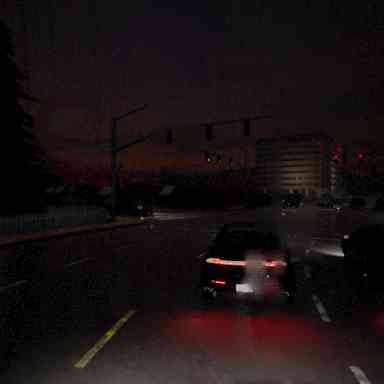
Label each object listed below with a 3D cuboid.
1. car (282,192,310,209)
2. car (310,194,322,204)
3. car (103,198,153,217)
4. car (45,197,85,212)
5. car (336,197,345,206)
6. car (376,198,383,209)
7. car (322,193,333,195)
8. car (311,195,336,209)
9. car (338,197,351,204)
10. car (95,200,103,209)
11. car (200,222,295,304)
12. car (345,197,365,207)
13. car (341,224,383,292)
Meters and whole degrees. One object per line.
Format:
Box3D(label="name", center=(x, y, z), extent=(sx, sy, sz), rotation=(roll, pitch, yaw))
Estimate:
Box3D(label="car", center=(14.393, 1.221, 46.672), extent=(2.150, 2.045, 5.566), rotation=(0, 0, 32))
Box3D(label="car", center=(20.446, 1.525, 56.453), extent=(1.812, 1.442, 4.674), rotation=(0, 0, 32))
Box3D(label="car", center=(-5.921, 1.407, 32.067), extent=(4.553, 1.767, 2.097), rotation=(0, 0, 32))
Box3D(label="car", center=(-14.575, 1.278, 37.493), extent=(5.566, 2.045, 2.150), rotation=(0, 0, 32))
Box3D(label="car", center=(24.041, 1.601, 55.608), extent=(1.895, 1.301, 4.718), rotation=(0, 0, 32))
Box3D(label="car", center=(26.121, 1.547, 45.318), extent=(2.033, 1.411, 5.357), rotation=(0, 0, 32))
Box3D(label="car", center=(27.226, 1.225, 67.311), extent=(2.150, 2.045, 5.566), rotation=(0, 0, 32))
Box3D(label="car", center=(18.457, 1.526, 46.579), extent=(1.812, 1.442, 4.674), rotation=(0, 0, 32))
Box3D(label="car", center=(29.642, 1.595, 64.560), extent=(1.895, 1.301, 4.718), rotation=(0, 0, 32))
Box3D(label="car", center=(-9.008, 1.547, 38.135), extent=(4.902, 1.511, 2.128), rotation=(0, 0, 32))
Box3D(label="car", center=(1.448, 1.492, 8.258), extent=(2.128, 1.511, 4.902), rotation=(0, 0, 12))
Box3D(label="car", center=(24.799, 1.491, 49.846), extent=(2.128, 1.511, 4.902), rotation=(0, 0, 32))
Box3D(label="car", center=(5.200, 1.547, 8.624), extent=(2.033, 1.411, 5.357), rotation=(0, 0, 16))
